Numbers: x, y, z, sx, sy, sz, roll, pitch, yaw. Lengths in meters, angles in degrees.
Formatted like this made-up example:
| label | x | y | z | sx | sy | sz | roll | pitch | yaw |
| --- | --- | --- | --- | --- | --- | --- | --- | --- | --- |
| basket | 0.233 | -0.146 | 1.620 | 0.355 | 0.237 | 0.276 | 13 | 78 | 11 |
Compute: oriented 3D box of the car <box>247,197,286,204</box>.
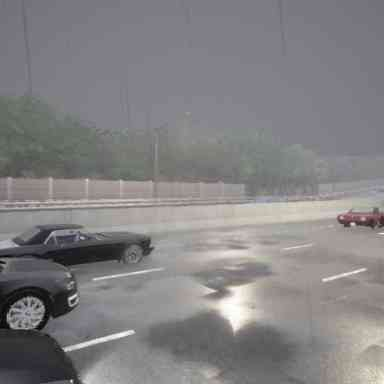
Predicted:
| label | x | y | z | sx | sy | sz | roll | pitch | yaw |
| --- | --- | --- | --- | --- | --- | --- | --- | --- | --- |
| car | 7.817 | 1.352 | 35.231 | 5.008 | 1.535 | 1.882 | 0 | 0 | -35 |

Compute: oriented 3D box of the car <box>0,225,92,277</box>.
| label | x | y | z | sx | sy | sz | roll | pitch | yaw |
| --- | --- | --- | --- | --- | --- | --- | --- | --- | --- |
| car | -4.269 | 1.504 | 4.998 | 4.892 | 1.490 | 1.837 | 0 | 0 | -36 |

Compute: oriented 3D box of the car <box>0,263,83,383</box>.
| label | x | y | z | sx | sy | sz | roll | pitch | yaw |
| --- | --- | --- | --- | --- | --- | --- | --- | --- | --- |
| car | -2.743 | 1.565 | 1.910 | 4.181 | 1.385 | 1.994 | 0 | 0 | -36 |

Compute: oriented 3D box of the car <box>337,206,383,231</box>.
| label | x | y | z | sx | sy | sz | roll | pitch | yaw |
| --- | --- | --- | --- | --- | --- | --- | --- | --- | --- |
| car | 10.903 | 1.511 | 20.076 | 4.718 | 1.301 | 1.895 | 0 | 0 | -35 |

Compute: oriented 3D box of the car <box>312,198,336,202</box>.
| label | x | y | z | sx | sy | sz | roll | pitch | yaw |
| --- | --- | --- | --- | --- | --- | --- | --- | --- | --- |
| car | 13.867 | 1.395 | 35.162 | 5.357 | 1.411 | 2.033 | 0 | 0 | -35 |

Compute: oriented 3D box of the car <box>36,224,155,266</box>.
| label | x | y | z | sx | sy | sz | roll | pitch | yaw |
| --- | --- | --- | --- | --- | --- | --- | --- | --- | --- |
| car | -3.525 | 1.598 | 9.828 | 4.718 | 1.301 | 1.895 | 0 | 0 | -35 |
